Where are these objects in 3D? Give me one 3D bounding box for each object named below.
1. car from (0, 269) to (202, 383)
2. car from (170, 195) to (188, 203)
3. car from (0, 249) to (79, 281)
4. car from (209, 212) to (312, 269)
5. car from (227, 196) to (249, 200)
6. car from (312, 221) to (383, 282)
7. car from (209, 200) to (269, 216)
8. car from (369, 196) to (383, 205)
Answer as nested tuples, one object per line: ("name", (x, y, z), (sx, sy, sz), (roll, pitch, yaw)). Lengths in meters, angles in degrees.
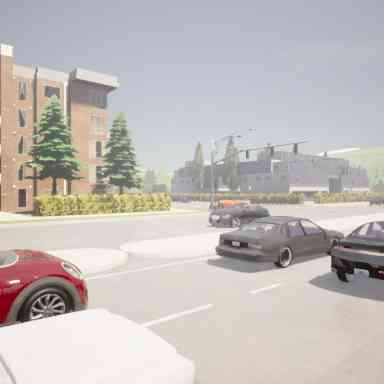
("car", (-2.168, 1.601, 2.017), (4.718, 1.301, 1.895), (0, 0, -40))
("car", (-2.800, 1.356, 69.122), (2.097, 1.767, 4.553), (0, 0, -40))
("car", (-3.985, 1.352, 5.068), (4.553, 1.767, 2.097), (0, 0, -40))
("car", (3.190, 1.548, 11.300), (5.357, 1.411, 2.033), (0, 0, -40))
("car", (5.442, 1.355, 43.148), (4.553, 1.767, 2.097), (0, 0, 40))
("car", (5.440, 1.493, 8.618), (4.902, 1.511, 2.128), (0, 0, -40))
("car", (3.211, 1.494, 22.128), (4.902, 1.511, 2.128), (0, 0, -42))
("car", (32.538, 1.511, 57.731), (4.892, 1.490, 1.837), (0, 0, -40))
